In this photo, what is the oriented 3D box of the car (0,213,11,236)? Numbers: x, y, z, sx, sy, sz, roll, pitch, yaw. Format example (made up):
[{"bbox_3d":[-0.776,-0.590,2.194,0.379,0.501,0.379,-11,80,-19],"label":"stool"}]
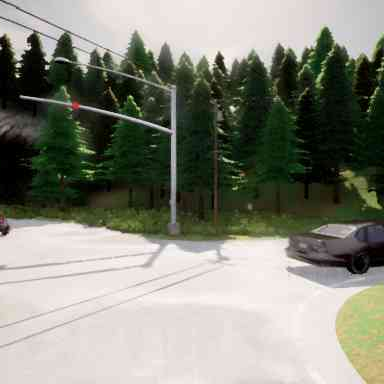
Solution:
[{"bbox_3d":[-11.164,1.526,17.562,1.812,1.442,4.674,0,0,-45],"label":"car"}]

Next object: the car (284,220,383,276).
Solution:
[{"bbox_3d":[5.522,1.575,10.261,5.357,1.411,2.033,0,0,-19],"label":"car"}]
